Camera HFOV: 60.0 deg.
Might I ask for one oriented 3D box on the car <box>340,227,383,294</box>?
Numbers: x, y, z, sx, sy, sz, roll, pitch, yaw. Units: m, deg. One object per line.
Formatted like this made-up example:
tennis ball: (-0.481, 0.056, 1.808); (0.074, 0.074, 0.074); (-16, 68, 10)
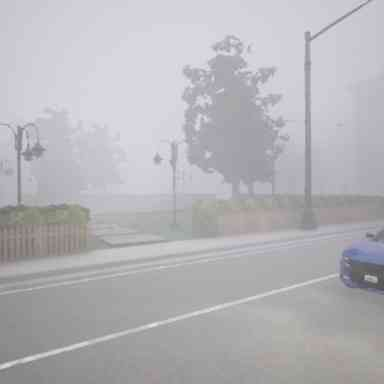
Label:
car: (5.508, 1.403, 7.905); (5.008, 1.535, 1.882); (0, 0, -35)
